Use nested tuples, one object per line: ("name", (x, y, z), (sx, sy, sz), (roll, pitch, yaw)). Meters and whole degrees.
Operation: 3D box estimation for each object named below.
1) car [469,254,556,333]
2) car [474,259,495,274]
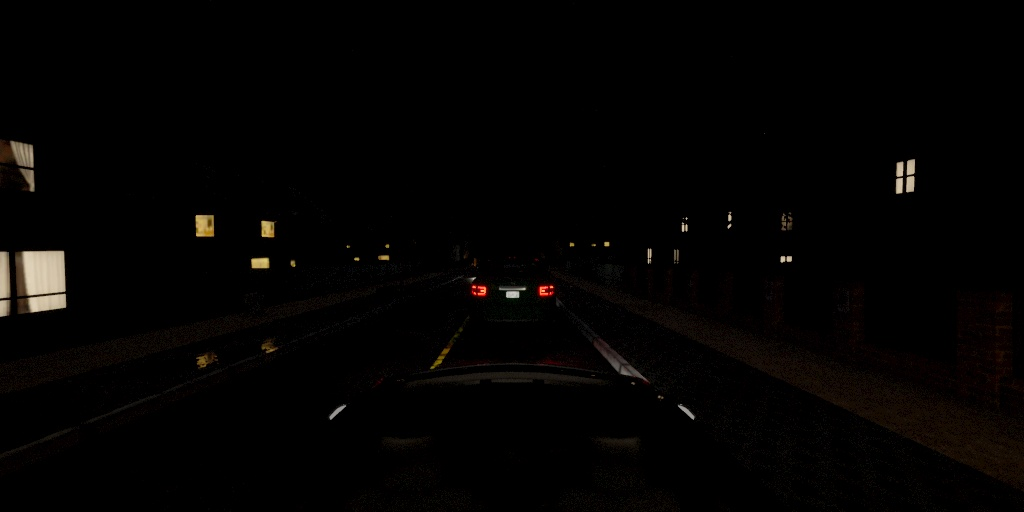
("car", (0.032, 0.970, 10.814), (2.150, 2.045, 5.566), (0, 0, 0))
("car", (-2.836, 1.052, 38.523), (1.882, 1.535, 5.008), (0, 0, 0))
